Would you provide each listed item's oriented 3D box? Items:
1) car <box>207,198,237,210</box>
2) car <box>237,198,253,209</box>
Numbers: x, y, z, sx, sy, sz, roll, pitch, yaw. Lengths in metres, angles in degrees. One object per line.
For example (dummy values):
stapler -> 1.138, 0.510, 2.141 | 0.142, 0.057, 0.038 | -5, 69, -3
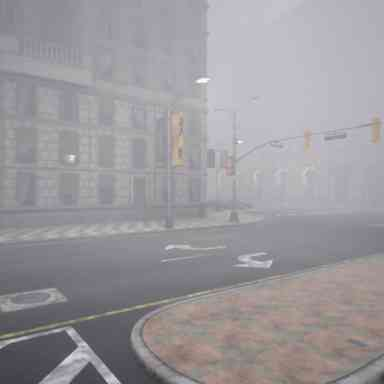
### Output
car -> 3.282, 1.562, 42.907 | 1.994, 1.385, 4.181 | 0, 0, -36
car -> 6.224, 1.562, 44.812 | 1.994, 1.385, 4.181 | 0, 0, -36
